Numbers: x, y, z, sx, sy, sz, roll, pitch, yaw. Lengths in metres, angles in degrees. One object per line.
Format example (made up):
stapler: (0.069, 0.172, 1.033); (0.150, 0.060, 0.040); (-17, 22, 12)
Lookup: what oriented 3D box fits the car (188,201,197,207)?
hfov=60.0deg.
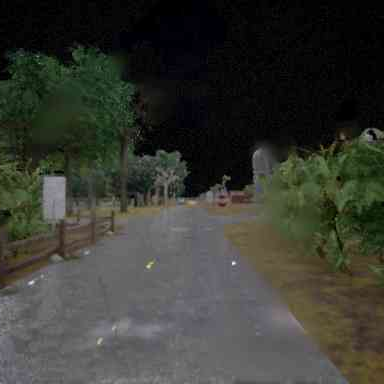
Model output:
car: (0.095, 2.794, 78.467); (1.882, 1.535, 5.008); (0, -2, 0)

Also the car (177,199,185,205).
car: (-2.649, 2.543, 83.065); (1.882, 1.535, 5.008); (0, -2, 0)
